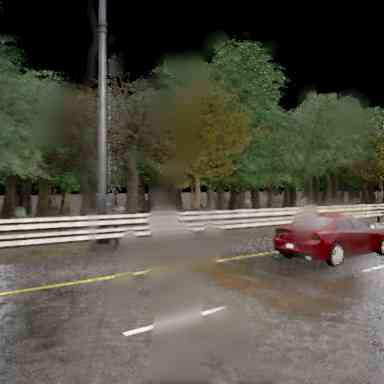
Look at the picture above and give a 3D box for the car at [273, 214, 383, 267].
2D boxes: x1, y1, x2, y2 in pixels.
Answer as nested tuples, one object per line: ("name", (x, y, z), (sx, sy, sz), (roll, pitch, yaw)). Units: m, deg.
("car", (5.008, 1.498, 11.593), (5.008, 1.535, 1.882), (0, 0, -35))
